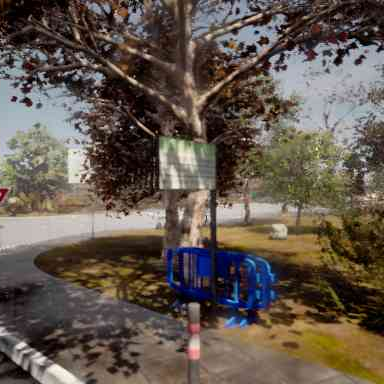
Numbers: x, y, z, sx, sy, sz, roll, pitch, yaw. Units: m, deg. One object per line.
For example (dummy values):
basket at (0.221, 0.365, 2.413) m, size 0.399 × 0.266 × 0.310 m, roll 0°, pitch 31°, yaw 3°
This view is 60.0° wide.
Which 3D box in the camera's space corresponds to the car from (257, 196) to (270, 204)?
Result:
car at (15.170, 1.576, 66.414) m, size 4.902 × 1.511 × 2.128 m, roll -2°, pitch 1°, yaw -35°

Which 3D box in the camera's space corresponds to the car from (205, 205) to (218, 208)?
car at (2.375, 2.117, 57.317) m, size 4.674 × 1.442 × 1.812 m, roll -2°, pitch 1°, yaw -36°
